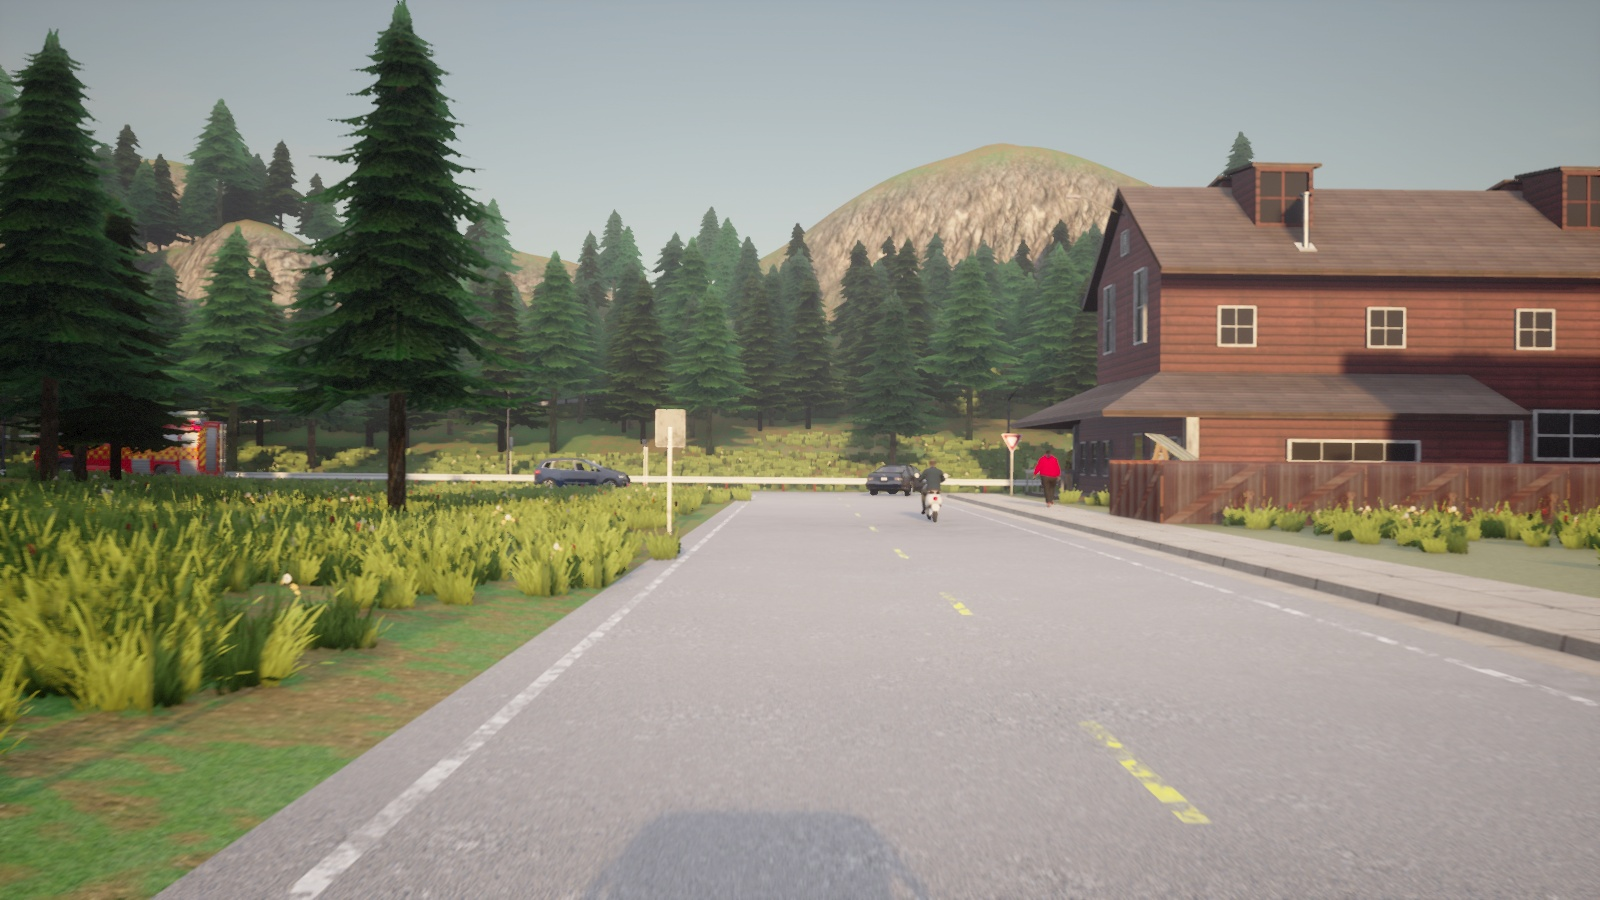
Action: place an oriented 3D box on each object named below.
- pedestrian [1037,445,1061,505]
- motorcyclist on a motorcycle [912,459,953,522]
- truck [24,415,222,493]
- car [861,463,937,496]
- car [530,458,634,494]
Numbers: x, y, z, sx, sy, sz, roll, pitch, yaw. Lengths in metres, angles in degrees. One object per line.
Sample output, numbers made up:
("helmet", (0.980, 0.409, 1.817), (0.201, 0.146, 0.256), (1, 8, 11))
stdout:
("pedestrian", (7.735, 0.776, 39.018), (0.634, 1.844, 0.899), (0, 0, 5))
("motorcyclist on a motorcycle", (3.419, 1.018, 32.506), (0.866, 1.590, 1.817), (0, 0, 0))
("truck", (-34.275, 0.218, 63.798), (8.468, 3.827, 2.891), (0, 0, 0))
("car", (4.524, 1.316, 56.671), (2.033, 1.411, 5.357), (0, -1, 20))
("car", (-10.427, 1.238, 60.384), (4.611, 1.667, 2.242), (0, 0, 0))
